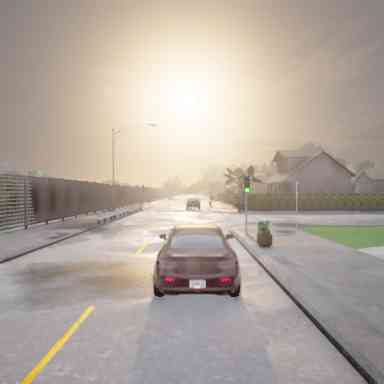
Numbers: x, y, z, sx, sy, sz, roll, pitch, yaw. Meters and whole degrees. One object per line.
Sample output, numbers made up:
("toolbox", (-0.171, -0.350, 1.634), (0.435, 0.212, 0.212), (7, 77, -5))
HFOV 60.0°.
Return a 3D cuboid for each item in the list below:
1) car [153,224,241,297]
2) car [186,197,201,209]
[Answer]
("car", (0.109, 1.524, 8.429), (1.812, 1.442, 4.674), (0, 0, 0))
("car", (0.182, 1.499, 44.099), (1.837, 1.490, 4.892), (0, 0, 0))
